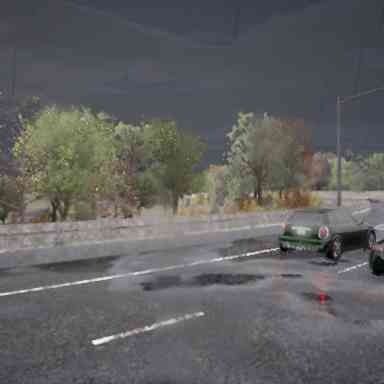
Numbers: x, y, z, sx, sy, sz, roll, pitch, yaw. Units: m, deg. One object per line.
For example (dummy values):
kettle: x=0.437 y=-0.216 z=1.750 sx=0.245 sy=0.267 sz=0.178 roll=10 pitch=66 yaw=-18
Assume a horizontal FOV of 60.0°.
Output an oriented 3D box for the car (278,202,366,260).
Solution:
car: x=5.383 y=1.434 z=13.032 sx=4.553 sy=1.767 sz=2.097 roll=1 pitch=0 yaw=-42

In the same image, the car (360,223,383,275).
car: x=6.818 y=1.638 z=9.614 sx=4.181 sy=1.385 sz=1.994 roll=0 pitch=0 yaw=-42
